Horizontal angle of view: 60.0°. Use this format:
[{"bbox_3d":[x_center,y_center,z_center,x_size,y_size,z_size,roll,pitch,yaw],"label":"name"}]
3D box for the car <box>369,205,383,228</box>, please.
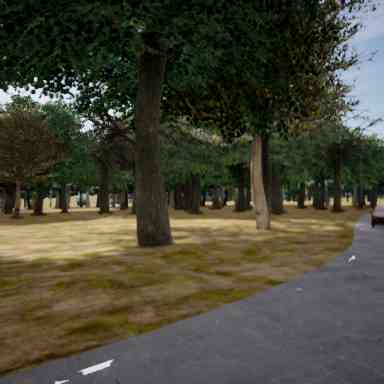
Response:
[{"bbox_3d":[14.074,1.723,24.188,1.882,1.535,5.008,0,-1,28],"label":"car"}]
